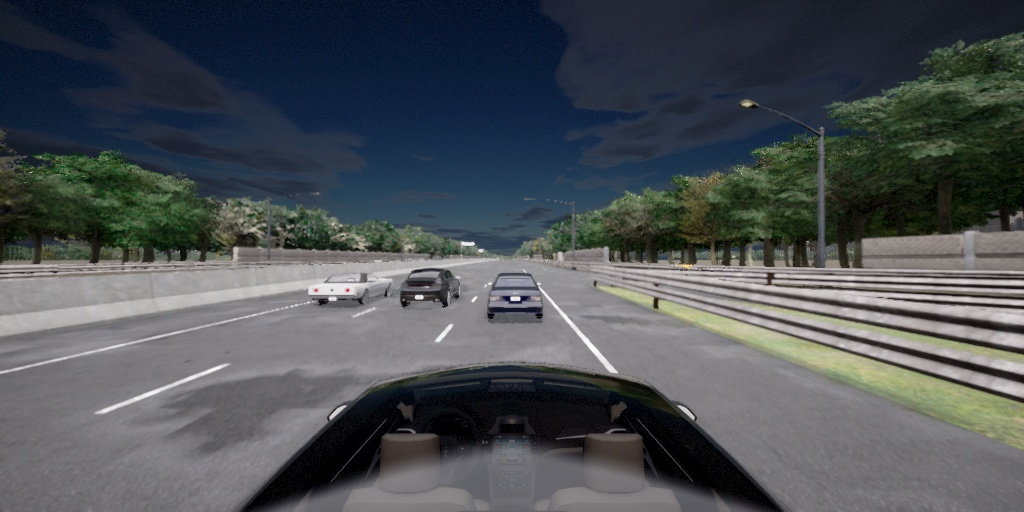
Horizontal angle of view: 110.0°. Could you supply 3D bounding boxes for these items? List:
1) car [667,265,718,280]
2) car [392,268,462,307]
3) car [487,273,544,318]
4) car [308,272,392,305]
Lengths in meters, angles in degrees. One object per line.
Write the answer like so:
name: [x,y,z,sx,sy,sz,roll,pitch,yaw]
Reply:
car: [12.236,1.389,25.929,1.882,1.535,5.008,1,0,-23]
car: [-3.401,1.266,15.583,1.837,1.490,4.892,0,0,0]
car: [0.099,1.305,13.051,2.033,1.411,5.357,0,0,0]
car: [-6.901,1.363,16.039,1.895,1.301,4.718,0,0,0]
